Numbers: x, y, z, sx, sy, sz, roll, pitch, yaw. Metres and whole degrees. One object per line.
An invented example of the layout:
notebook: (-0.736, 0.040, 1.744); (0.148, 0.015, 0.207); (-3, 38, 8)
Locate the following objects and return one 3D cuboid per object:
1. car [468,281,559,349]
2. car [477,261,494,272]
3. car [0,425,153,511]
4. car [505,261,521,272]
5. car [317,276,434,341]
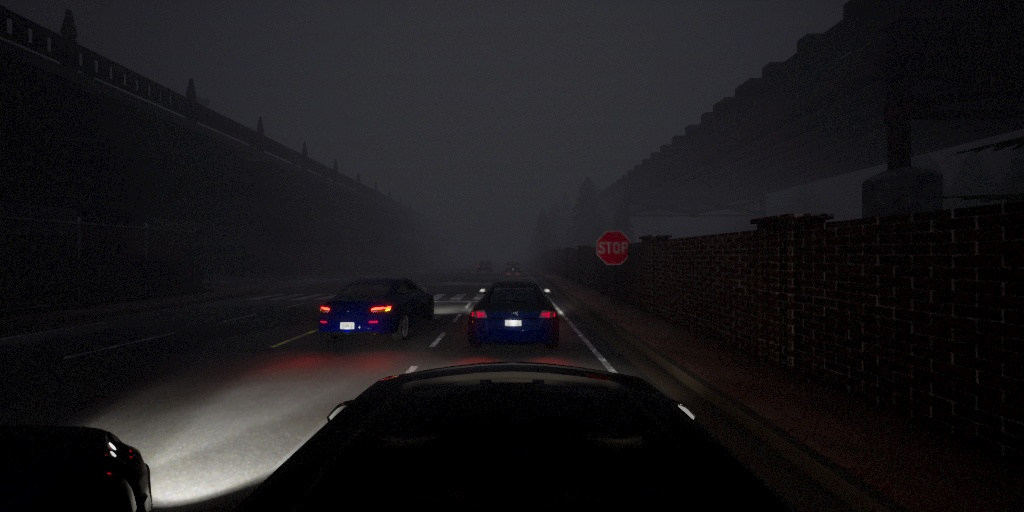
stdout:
car: (0.069, 1.314, 9.197); (1.994, 1.385, 4.181); (0, 0, 1)
car: (-3.401, 1.297, 45.854); (2.033, 1.411, 5.357); (0, 0, -1)
car: (-3.398, 1.314, 0.623); (1.994, 1.385, 4.181); (0, 0, 0)
car: (0.094, 1.351, 46.016); (1.895, 1.301, 4.718); (0, 0, -1)
car: (-3.413, 1.276, 9.719); (1.812, 1.442, 4.674); (0, 0, 0)
